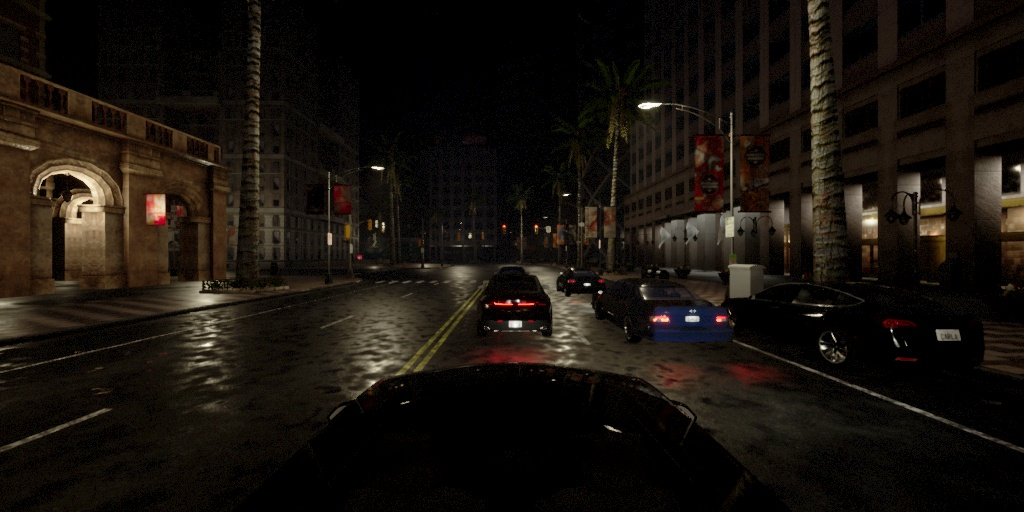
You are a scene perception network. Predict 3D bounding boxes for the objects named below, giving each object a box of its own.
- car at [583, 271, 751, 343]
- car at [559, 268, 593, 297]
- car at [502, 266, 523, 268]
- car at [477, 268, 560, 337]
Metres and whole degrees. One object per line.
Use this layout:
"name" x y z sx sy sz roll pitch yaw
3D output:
"car" 3.563 1.297 9.628 2.033 1.411 5.357 0 0 0
"car" 3.519 1.313 18.871 1.994 1.385 4.181 0 0 0
"car" 0.016 1.275 19.275 1.812 1.442 4.674 0 0 -2
"car" 0.053 1.253 10.328 1.837 1.490 4.892 0 0 -1
